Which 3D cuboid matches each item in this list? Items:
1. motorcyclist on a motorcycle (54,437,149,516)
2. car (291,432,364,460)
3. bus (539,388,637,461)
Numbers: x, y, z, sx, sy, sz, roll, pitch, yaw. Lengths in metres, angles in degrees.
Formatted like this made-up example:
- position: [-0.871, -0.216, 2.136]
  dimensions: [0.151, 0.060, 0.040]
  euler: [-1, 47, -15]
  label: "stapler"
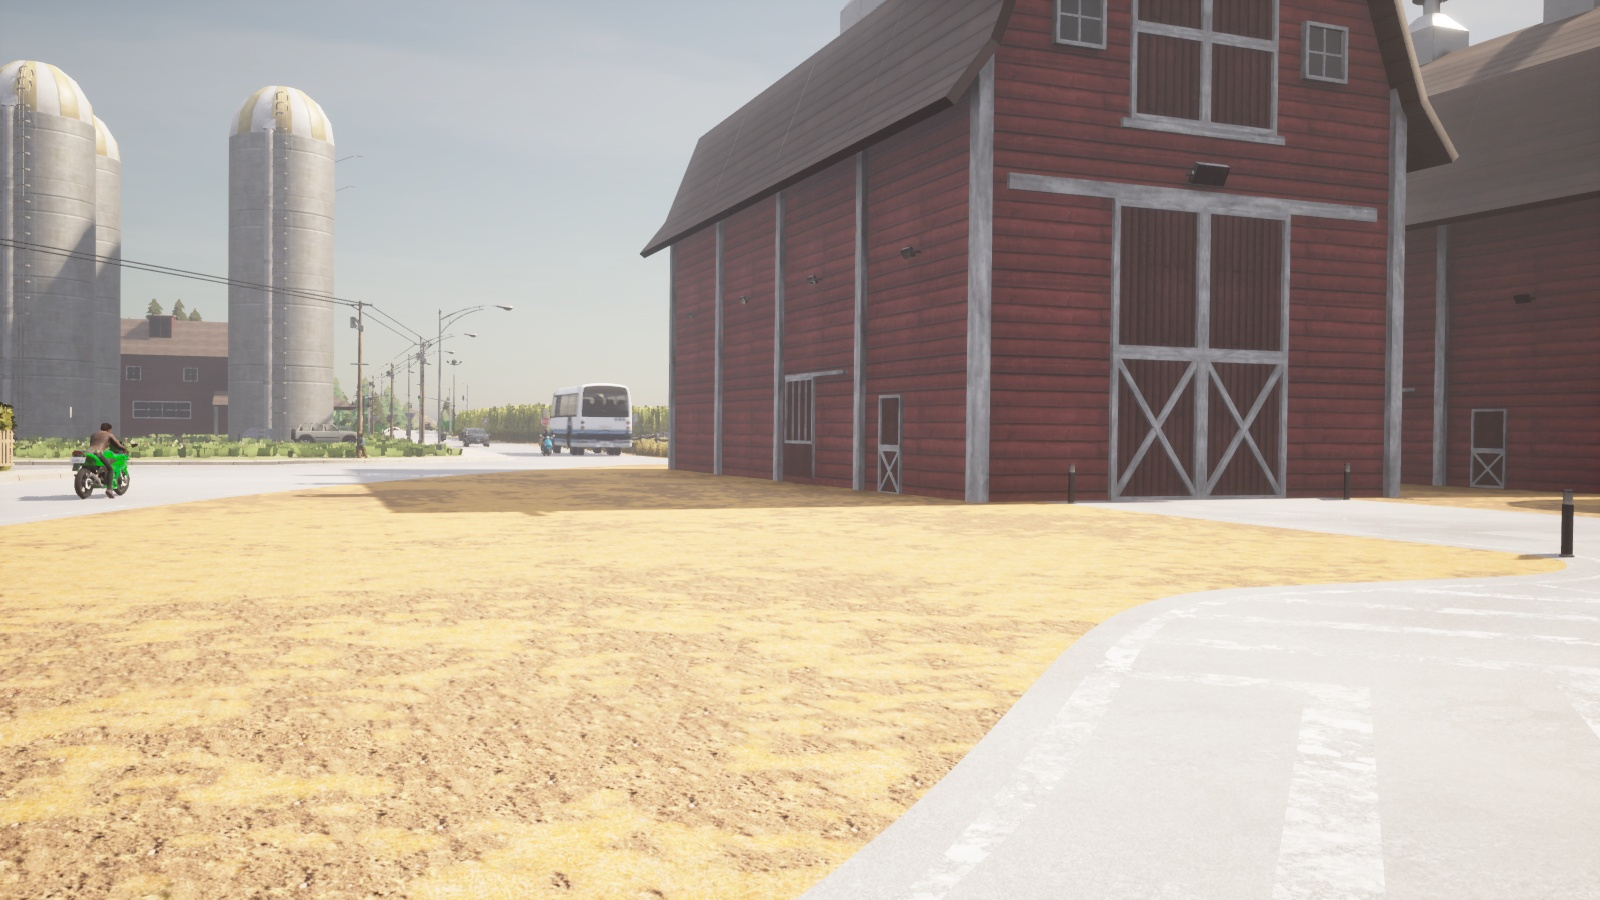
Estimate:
- position: [-14.076, 0.509, 25.370]
  dimensions: [0.797, 1.523, 2.044]
  euler: [-1, 1, -2]
  label: "motorcyclist on a motorcycle"
- position: [-32.601, -0.303, 86.657]
  dimensions: [4.605, 1.855, 1.932]
  euler: [-1, 1, -22]
  label: "car"
- position: [-13.332, -1.566, 78.152]
  dimensions: [3.944, 4.253, 10.273]
  euler: [-1, 1, -21]
  label: "bus"
